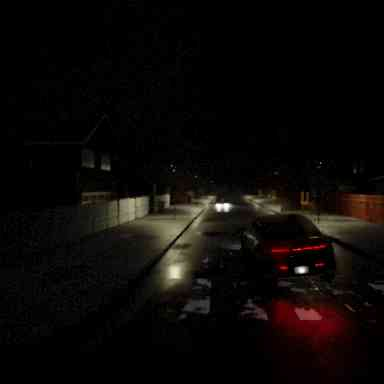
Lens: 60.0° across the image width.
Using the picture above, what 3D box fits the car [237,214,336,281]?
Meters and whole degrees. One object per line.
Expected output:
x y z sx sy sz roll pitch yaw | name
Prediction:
2.481 1.391 9.474 1.837 1.490 4.892 -6 0 4 | car

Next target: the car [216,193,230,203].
4.614 0.844 49.457 2.128 1.511 4.902 -1 1 6 | car
